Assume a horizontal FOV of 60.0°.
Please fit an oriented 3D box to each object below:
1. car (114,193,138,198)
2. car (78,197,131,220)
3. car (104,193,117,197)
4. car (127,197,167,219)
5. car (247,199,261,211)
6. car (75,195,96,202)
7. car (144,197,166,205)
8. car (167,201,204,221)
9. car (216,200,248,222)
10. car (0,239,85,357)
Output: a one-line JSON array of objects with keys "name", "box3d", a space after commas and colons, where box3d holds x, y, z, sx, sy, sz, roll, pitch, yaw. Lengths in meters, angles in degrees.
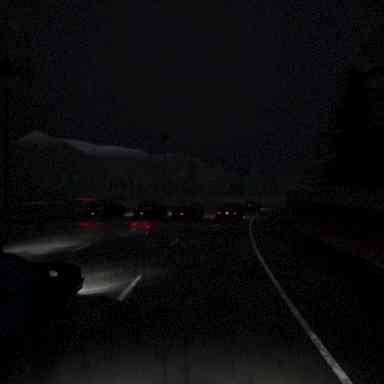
[{"name": "car", "box3d": [-11.466, 1.502, 61.179, 2.128, 1.511, 4.902, 0, 0, 23]}, {"name": "car", "box3d": [-7.216, 1.492, 28.235, 2.128, 1.511, 4.902, 0, 0, 12]}, {"name": "car", "box3d": [-14.906, 1.223, 62.045, 2.150, 2.045, 5.566, 0, 0, 23]}, {"name": "car", "box3d": [-3.495, 1.500, 28.903, 2.128, 1.511, 4.902, 0, 0, 12]}, {"name": "car", "box3d": [7.597, 1.605, 42.250, 1.994, 1.385, 4.181, 0, 0, 19]}, {"name": "car", "box3d": [-19.211, 1.344, 60.839, 2.097, 1.767, 4.553, 0, 0, 23]}, {"name": "car", "box3d": [-6.954, 1.621, 62.666, 1.895, 1.301, 4.718, 0, 0, 25]}, {"name": "car", "box3d": [-0.241, 1.493, 27.441, 1.882, 1.535, 5.008, 0, 0, 12]}, {"name": "car", "box3d": [3.072, 1.569, 26.397, 2.033, 1.411, 5.357, 0, 0, 13]}, {"name": "car", "box3d": [-3.240, 1.543, 4.452, 2.033, 1.411, 5.357, 0, 0, 2]}]
